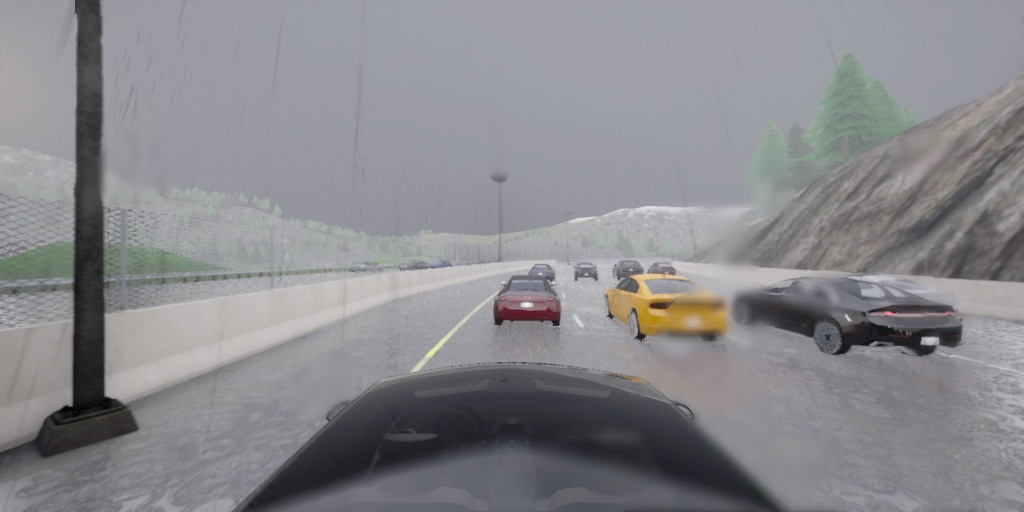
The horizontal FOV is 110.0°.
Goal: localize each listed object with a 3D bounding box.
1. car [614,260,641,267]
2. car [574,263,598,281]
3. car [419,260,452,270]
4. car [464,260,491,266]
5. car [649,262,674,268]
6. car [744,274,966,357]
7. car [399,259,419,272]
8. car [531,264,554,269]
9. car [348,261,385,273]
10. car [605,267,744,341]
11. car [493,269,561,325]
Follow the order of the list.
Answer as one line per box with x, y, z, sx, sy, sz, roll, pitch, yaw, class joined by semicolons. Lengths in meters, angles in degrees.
9.834;1.112;30.572;2.097;1.767;4.553;0;0;10;car
6.282;1.277;30.632;1.812;1.442;4.674;0;0;10;car
-9.028;1.184;43.944;1.882;1.535;5.008;0;0;14;car
-4.723;1.222;46.756;1.837;1.490;4.892;0;0;15;car
13.918;1.294;33.363;1.812;1.442;4.674;0;0;11;car
7.342;1.256;8.634;2.128;1.511;4.902;0;0;2;car
-12.358;1.189;45.009;2.128;1.511;4.902;0;0;14;car
2.430;1.306;28.817;1.994;1.385;4.181;0;0;9;car
-16.774;1.289;41.430;1.895;1.301;4.718;0;0;12;car
3.902;1.233;9.938;1.882;1.535;5.008;0;0;3;car
0.530;1.310;11.839;1.994;1.385;4.181;0;0;3;car
